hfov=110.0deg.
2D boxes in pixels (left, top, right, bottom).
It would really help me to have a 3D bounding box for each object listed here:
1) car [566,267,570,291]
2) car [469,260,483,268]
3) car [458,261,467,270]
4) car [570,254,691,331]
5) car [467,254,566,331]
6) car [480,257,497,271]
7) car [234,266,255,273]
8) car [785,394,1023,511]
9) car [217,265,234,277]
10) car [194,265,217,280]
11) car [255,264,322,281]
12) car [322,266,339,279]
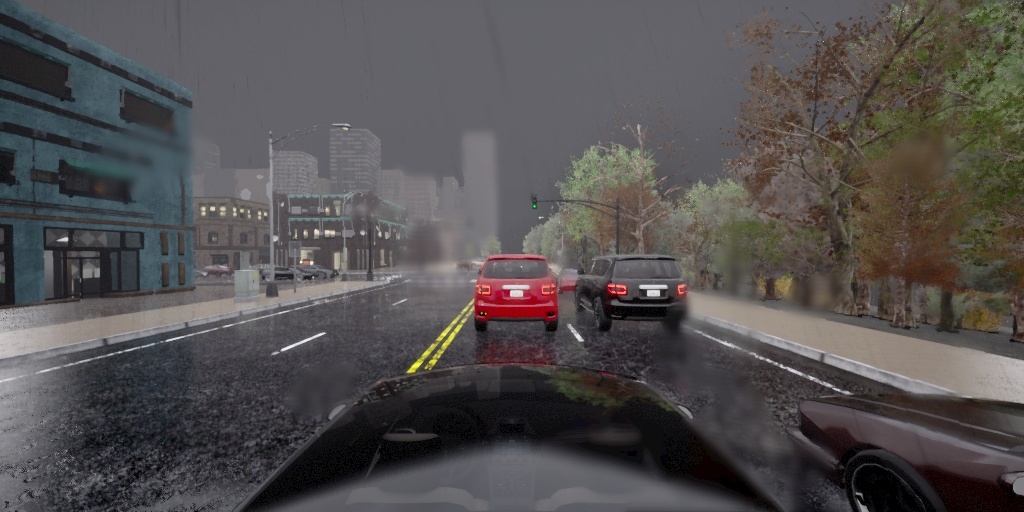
[{"bbox_3d":[3.386,1.310,20.116,1.994,1.385,4.181,0,0,0],"label":"car"},{"bbox_3d":[-6.438,1.332,64.118,1.895,1.301,4.718,0,0,1],"label":"car"},{"bbox_3d":[-6.513,1.337,51.280,1.895,1.301,4.718,0,0,1],"label":"car"},{"bbox_3d":[3.370,0.970,11.109,2.150,2.045,5.566,0,0,1],"label":"car"},{"bbox_3d":[0.118,0.970,11.052,2.150,2.045,5.566,0,0,0],"label":"car"},{"bbox_3d":[-3.252,1.089,51.051,2.097,1.767,4.553,0,0,0],"label":"car"},{"bbox_3d":[-28.208,1.556,40.513,4.403,1.370,2.007,0,0,0],"label":"car"},{"bbox_3d":[3.346,1.298,0.685,2.033,1.411,5.357,0,0,0],"label":"car"},{"bbox_3d":[-33.743,1.650,40.530,4.207,1.307,1.802,0,0,0],"label":"car"},{"bbox_3d":[-32.170,1.596,34.730,4.902,1.511,2.128,0,1,0],"label":"car"},{"bbox_3d":[-19.891,1.561,31.984,4.313,1.339,1.948,0,0,0],"label":"car"},{"bbox_3d":[-19.109,1.523,34.688,4.181,1.385,1.994,-1,1,0],"label":"car"}]
